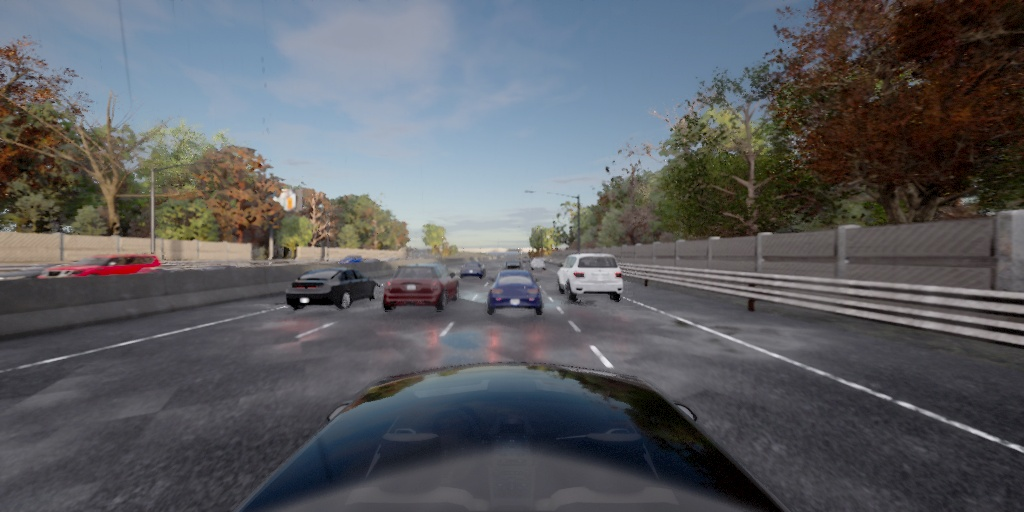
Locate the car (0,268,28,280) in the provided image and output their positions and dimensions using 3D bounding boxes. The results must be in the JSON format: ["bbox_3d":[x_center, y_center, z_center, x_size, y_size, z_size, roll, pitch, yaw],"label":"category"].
[{"bbox_3d":[-28.091,1.192,21.983,2.128,1.511,4.902,0,0,0],"label":"car"}]

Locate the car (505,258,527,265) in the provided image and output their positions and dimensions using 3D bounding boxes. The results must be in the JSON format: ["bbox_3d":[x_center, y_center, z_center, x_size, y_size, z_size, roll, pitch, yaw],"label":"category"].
[{"bbox_3d":[0.112,1.182,31.190,1.837,1.490,4.892,0,0,0],"label":"car"}]

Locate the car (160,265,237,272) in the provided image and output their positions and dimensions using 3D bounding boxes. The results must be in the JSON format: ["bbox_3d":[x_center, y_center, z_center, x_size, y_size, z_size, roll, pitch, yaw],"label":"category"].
[{"bbox_3d":[-17.591,1.266,21.187,1.994,1.385,4.181,0,0,0],"label":"car"}]

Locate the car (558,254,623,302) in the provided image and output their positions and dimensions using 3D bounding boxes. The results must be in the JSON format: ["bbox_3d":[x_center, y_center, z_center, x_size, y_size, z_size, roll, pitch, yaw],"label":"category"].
[{"bbox_3d":[3.506,0.927,16.932,2.150,2.045,5.566,0,0,0],"label":"car"}]

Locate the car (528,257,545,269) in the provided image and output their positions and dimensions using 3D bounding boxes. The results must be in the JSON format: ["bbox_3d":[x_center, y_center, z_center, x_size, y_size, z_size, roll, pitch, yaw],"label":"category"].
[{"bbox_3d":[3.516,1.161,49.549,1.812,1.442,4.674,0,0,0],"label":"car"}]

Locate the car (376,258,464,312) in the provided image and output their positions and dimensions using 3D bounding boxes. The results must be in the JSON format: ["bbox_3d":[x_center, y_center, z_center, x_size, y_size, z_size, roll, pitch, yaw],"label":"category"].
[{"bbox_3d":[-3.395,1.070,14.221,2.097,1.767,4.553,0,0,0],"label":"car"}]

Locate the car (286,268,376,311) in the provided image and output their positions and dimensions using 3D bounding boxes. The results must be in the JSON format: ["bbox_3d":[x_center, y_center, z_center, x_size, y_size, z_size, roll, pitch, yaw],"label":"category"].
[{"bbox_3d":[-6.895,1.223,14.342,1.837,1.490,4.892,0,0,0],"label":"car"}]

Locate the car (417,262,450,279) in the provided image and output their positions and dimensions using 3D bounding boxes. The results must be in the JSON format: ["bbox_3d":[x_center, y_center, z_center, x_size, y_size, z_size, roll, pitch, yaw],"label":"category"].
[{"bbox_3d":[-6.886,1.240,31.861,1.994,1.385,4.181,0,0,0],"label":"car"}]

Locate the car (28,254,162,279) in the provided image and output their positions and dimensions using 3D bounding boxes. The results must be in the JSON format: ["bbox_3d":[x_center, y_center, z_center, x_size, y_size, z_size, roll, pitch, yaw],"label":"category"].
[{"bbox_3d":[-24.592,0.922,21.914,2.150,2.045,5.566,0,0,0],"label":"car"}]

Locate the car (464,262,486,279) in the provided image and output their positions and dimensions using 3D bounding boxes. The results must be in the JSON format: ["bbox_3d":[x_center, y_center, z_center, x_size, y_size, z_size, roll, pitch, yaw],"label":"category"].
[{"bbox_3d":[-3.386,1.240,31.699,1.994,1.385,4.181,0,0,0],"label":"car"}]

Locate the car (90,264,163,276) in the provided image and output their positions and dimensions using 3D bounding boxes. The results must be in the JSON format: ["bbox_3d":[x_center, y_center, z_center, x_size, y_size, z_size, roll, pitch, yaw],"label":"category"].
[{"bbox_3d":[-21.093,1.303,21.214,1.895,1.301,4.718,0,0,0],"label":"car"}]

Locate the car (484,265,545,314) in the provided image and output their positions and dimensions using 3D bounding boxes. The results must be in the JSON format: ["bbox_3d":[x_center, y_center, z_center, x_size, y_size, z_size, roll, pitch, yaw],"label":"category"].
[{"bbox_3d":[0.104,1.246,13.422,1.812,1.442,4.674,0,0,0],"label":"car"}]
